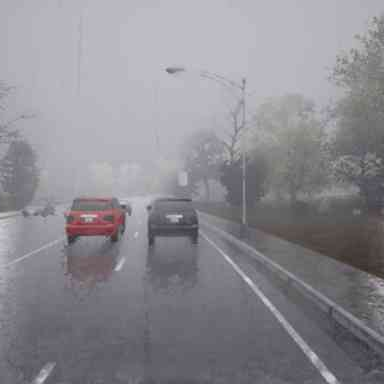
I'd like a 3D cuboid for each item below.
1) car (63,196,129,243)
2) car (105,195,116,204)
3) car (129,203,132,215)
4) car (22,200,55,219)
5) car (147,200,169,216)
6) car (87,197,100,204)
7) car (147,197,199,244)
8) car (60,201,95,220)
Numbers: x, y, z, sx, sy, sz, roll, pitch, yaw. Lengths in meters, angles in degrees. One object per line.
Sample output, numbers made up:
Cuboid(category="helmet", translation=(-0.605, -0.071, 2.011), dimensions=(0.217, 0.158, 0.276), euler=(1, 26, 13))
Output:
Cuboid(category="car", translation=(-4.536, 1.241, 16.339), dimensions=(2.150, 2.045, 5.566), euler=(0, 0, -6))
Cuboid(category="car", translation=(-17.301, 1.549, 70.642), dimensions=(2.097, 1.767, 4.553), euler=(0, 0, -10))
Cuboid(category="car", translation=(-7.062, 1.563, 33.625), dimensions=(1.812, 1.442, 4.674), euler=(0, 0, -10))
Cuboid(category="car", translation=(-13.752, 1.524, 30.090), dimensions=(2.128, 1.511, 4.902), euler=(0, 0, -9))
Cuboid(category="car", translation=(-3.496, 1.602, 33.481), dimensions=(1.994, 1.385, 4.181), euler=(0, 0, -9))
Cuboid(category="car", translation=(-20.894, 1.737, 70.907), dimensions=(2.033, 1.411, 5.357), euler=(0, 0, -10))
Cuboid(category="car", translation=(-0.987, 1.239, 16.004), dimensions=(2.150, 2.045, 5.566), euler=(0, 0, -6))
Cuboid(category="car", translation=(-10.180, 1.581, 29.986), dimensions=(2.033, 1.411, 5.357), euler=(0, 0, -9))
